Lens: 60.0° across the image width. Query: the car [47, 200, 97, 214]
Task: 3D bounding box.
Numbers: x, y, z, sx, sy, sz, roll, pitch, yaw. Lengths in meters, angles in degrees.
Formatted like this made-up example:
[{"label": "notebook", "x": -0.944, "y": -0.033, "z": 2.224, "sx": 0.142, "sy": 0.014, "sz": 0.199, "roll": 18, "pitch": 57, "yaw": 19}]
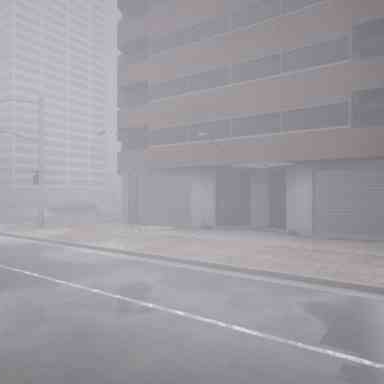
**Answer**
[{"label": "car", "x": -13.035, "y": 1.547, "z": 36.555, "sx": 2.033, "sy": 1.411, "sz": 5.357, "roll": 0, "pitch": 0, "yaw": 35}]
